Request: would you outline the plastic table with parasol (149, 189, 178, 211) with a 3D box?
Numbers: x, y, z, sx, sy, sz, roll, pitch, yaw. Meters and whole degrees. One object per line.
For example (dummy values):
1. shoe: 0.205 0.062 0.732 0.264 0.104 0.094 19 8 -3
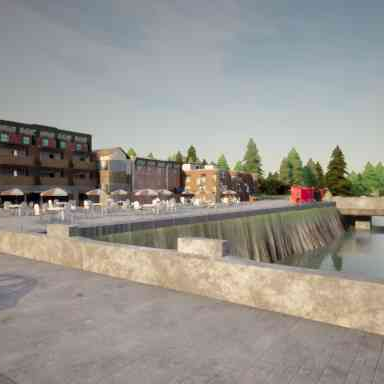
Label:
1. plastic table with parasol: -3.389 0.925 39.511 2.482 2.480 2.482 0 0 36
